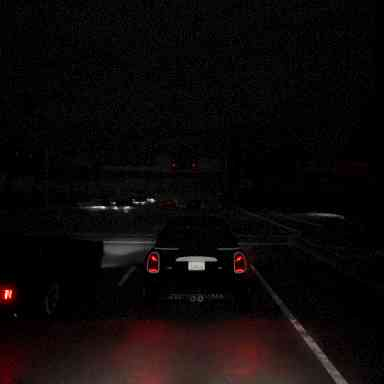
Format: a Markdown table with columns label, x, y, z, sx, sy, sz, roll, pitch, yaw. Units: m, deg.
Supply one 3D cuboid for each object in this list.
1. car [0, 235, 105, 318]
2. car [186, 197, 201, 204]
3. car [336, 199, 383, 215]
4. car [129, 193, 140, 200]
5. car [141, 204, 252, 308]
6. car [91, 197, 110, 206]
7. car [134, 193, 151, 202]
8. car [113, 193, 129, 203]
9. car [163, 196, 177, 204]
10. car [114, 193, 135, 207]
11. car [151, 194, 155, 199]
| label | x | y | z | sx | sy | sz | roll | pitch | yaw |
| --- | --- | --- | --- | --- | --- | --- | --- | --- | --- |
| car | -3.405 | 1.600 | 7.381 | 1.895 | 1.301 | 4.718 | 0 | 0 | 0 |
| car | 0.187 | 1.422 | 46.168 | 1.882 | 1.535 | 5.008 | 0 | 0 | 0 |
| car | 16.744 | 1.503 | 32.771 | 4.892 | 1.490 | 1.837 | 0 | 0 | -1 |
| car | -13.850 | 1.010 | 80.347 | 1.812 | 1.442 | 4.674 | 0 | 1 | 0 |
| car | 0.095 | 1.351 | 8.108 | 2.097 | 1.767 | 4.553 | 0 | 0 | 0 |
| car | -13.992 | 1.472 | 51.141 | 1.994 | 1.385 | 4.181 | 0 | 1 | 0 |
| car | -10.371 | 1.241 | 68.691 | 2.033 | 1.411 | 5.357 | 0 | 1 | 0 |
| car | -13.905 | 1.091 | 65.662 | 2.097 | 1.767 | 4.553 | 0 | 1 | 1 |
| car | -3.306 | 1.396 | 49.809 | 1.882 | 1.535 | 5.008 | 0 | 0 | 0 |
| car | -10.470 | 1.385 | 51.129 | 1.882 | 1.535 | 5.008 | 0 | 1 | 0 |
| car | -10.347 | 1.050 | 81.813 | 1.895 | 1.301 | 4.718 | 0 | 1 | 0 |
